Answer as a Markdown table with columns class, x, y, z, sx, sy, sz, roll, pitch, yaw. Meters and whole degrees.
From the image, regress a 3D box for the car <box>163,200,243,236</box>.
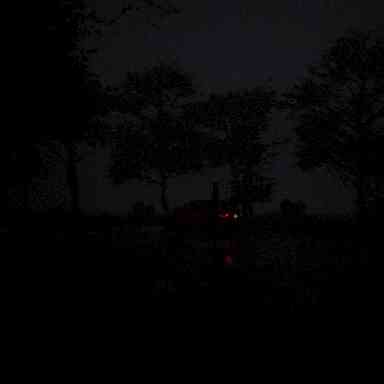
| class | x | y | z | sx | sy | sz | roll | pitch | yaw |
| --- | --- | --- | --- | --- | --- | --- | --- | --- | --- |
| car | 0.567 | 1.555 | 21.215 | 5.566 | 2.045 | 2.150 | -2 | -2 | 43 |
